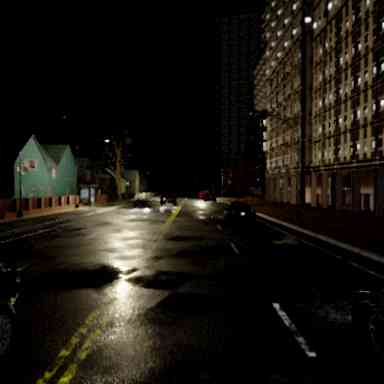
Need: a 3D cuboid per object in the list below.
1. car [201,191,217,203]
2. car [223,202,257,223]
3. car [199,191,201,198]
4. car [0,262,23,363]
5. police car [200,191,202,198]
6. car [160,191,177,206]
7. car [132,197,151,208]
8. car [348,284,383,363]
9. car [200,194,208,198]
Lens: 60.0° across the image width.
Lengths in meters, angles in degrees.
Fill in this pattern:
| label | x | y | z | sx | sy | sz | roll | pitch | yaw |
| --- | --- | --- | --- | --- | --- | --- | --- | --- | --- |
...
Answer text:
| label | x | y | z | sx | sy | sz | roll | pitch | yaw |
| --- | --- | --- | --- | --- | --- | --- | --- | --- | --- |
| car | 3.300 | 1.002 | 60.251 | 2.097 | 1.767 | 4.553 | 0 | 0 | 0 |
| car | 3.370 | 1.406 | 24.009 | 1.994 | 1.385 | 4.181 | 0 | 0 | 0 |
| car | 3.318 | 0.771 | 82.319 | 2.150 | 2.045 | 5.566 | 0 | 0 | 0 |
| car | -3.347 | 1.471 | 2.804 | 2.128 | 1.511 | 4.902 | 0 | 0 | 0 |
| police car | 3.309 | 1.021 | 71.395 | 1.930 | 1.638 | 5.238 | 0 | 0 | 0 |
| car | -3.291 | 0.937 | 47.310 | 2.150 | 2.045 | 5.566 | 0 | 0 | 0 |
| car | -6.552 | 1.332 | 43.633 | 1.895 | 1.301 | 4.718 | 0 | 0 | 0 |
| car | 3.353 | 1.528 | 2.704 | 2.033 | 1.411 | 5.357 | 0 | 0 | 0 |
| car | 3.328 | 1.108 | 93.324 | 1.895 | 1.301 | 4.718 | 0 | 0 | 0 |
